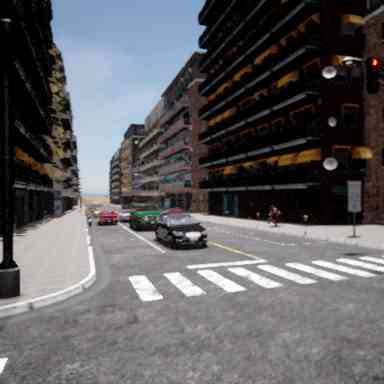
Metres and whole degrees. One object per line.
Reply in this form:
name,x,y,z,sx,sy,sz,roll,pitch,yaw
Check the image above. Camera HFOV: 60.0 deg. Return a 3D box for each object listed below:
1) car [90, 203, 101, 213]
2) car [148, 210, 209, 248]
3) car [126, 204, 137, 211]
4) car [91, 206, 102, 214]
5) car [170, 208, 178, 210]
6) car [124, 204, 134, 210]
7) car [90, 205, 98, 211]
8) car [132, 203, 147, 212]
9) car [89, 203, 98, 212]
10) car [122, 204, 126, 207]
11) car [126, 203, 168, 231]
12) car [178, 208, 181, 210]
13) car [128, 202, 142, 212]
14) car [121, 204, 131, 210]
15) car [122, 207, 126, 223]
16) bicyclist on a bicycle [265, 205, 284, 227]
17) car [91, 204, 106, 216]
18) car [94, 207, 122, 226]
car,-20.421,3.310,70.220,2.192,1.841,5.009,-1,-1,-18
car,-0.662,1.941,17.444,2.128,1.511,4.902,0,-1,-18
car,-14.226,3.659,78.225,1.947,1.339,4.313,-1,-1,-18
car,-18.676,3.388,64.828,1.887,1.381,4.507,-1,-1,-18
car,-3.263,2.496,35.936,1.994,1.385,4.181,0,-1,-18
car,-15.965,3.788,83.615,1.887,1.381,4.507,-1,-1,-18
car,-23.890,3.841,80.995,1.887,1.381,4.507,-1,-1,-18
car,-10.758,3.105,67.451,2.192,1.841,5.009,-1,-1,-18
car,-15.207,2.853,54.053,2.192,1.841,5.009,-1,-1,-18
car,-11.689,3.204,62.085,1.812,1.442,4.674,0,-2,-18
car,-3.691,1.942,26.838,2.150,2.045,5.566,0,-1,-18
car,-2.060,2.605,40.502,1.802,1.307,4.206,-2,-1,-18
car,-12.496,3.257,72.841,2.192,1.841,5.009,-1,-1,-18
car,-17.697,3.959,89.005,1.947,1.339,4.313,-1,-1,-18
car,-6.725,2.591,36.282,1.895,1.301,4.718,0,-1,-18
bicyclist on a bicycle,6.133,1.828,24.806,1.656,1.620,0.582,-1,-1,-18
car,-13.411,2.905,48.498,1.752,1.417,4.829,-1,-1,-18
car,-8.248,2.467,32.493,1.887,1.381,4.507,-1,-1,-18
